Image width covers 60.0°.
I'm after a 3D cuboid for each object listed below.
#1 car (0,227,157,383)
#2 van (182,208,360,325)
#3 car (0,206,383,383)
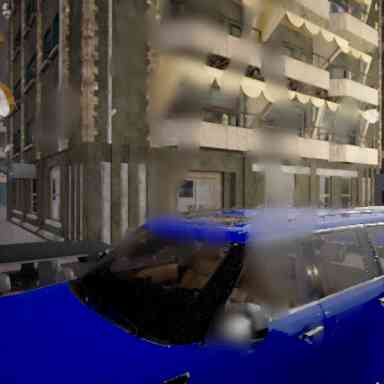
[{"bbox_3d":[-2.722,1.440,4.152,4.097,1.590,1.967,0,0,-36],"label":"car"},{"bbox_3d":[1.904,1.341,7.466,3.998,1.788,1.690,0,0,-36],"label":"van"},{"bbox_3d":[0.347,1.222,3.315,5.566,2.045,2.150,0,0,-36],"label":"car"}]
